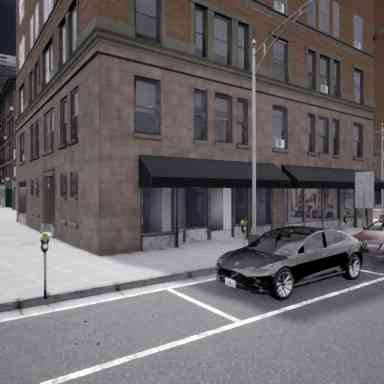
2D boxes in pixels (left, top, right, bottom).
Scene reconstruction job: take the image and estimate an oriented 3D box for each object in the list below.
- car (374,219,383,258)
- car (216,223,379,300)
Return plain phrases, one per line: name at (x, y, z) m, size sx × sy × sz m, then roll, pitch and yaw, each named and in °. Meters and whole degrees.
car at (7.073, 1.582, 11.569) m, size 4.206 × 1.307 × 1.802 m, roll 0°, pitch 0°, yaw -35°
car at (2.592, 1.566, 8.378) m, size 4.313 × 1.339 × 1.947 m, roll 0°, pitch 0°, yaw -35°
